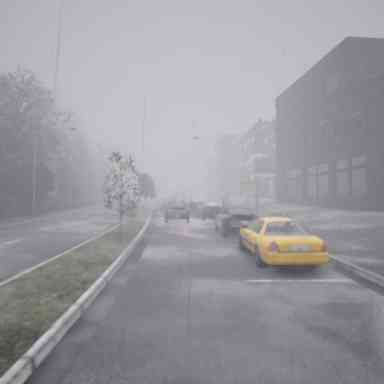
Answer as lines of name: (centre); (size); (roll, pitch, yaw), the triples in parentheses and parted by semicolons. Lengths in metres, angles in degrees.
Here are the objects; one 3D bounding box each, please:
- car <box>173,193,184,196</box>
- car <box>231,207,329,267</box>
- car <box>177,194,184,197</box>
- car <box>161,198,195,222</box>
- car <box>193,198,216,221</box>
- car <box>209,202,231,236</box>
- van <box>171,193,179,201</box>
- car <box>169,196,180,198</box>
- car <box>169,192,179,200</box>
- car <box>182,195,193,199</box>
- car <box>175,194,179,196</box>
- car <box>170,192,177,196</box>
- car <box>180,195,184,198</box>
car: (-1.926, 1.494, 61.054); (2.163, 1.488, 4.792); (0, 0, -6)
car: (2.807, 1.493, 11.432); (1.946, 1.575, 5.366); (0, 0, -2)
car: (-0.749, 1.520, 50.021); (2.163, 1.488, 4.792); (0, 0, -6)
car: (-1.249, 1.516, 26.159); (2.128, 1.511, 4.902); (0, 0, -5)
car: (1.597, 1.511, 28.026); (2.097, 1.535, 5.008); (0, 0, -5)
car: (2.428, 1.535, 18.464); (2.163, 1.488, 4.792); (0, 0, -3)
van: (-4.289, 1.151, 83.200); (1.878, 1.987, 4.442); (0, 0, -6)
car: (-2.954, 1.579, 42.838); (1.994, 1.385, 4.181); (0, 0, -6)
car: (-4.869, 1.096, 88.627); (2.435, 2.045, 5.566); (0, 0, -6)
car: (0.432, 1.506, 38.957); (2.231, 1.521, 4.892); (0, 0, -6)
car: (-1.333, 1.519, 55.506); (2.002, 1.452, 4.674); (0, 0, -6)
car: (-2.513, 1.195, 66.567); (2.435, 2.045, 5.566); (0, 0, -6)
car: (-0.157, 1.539, 44.476); (2.002, 1.452, 4.674); (0, 0, -6)
